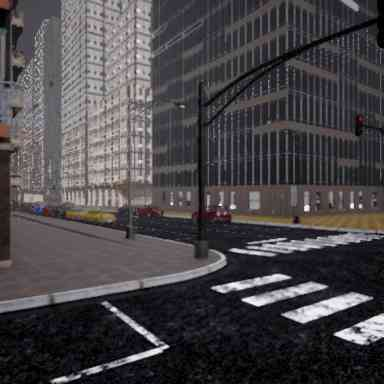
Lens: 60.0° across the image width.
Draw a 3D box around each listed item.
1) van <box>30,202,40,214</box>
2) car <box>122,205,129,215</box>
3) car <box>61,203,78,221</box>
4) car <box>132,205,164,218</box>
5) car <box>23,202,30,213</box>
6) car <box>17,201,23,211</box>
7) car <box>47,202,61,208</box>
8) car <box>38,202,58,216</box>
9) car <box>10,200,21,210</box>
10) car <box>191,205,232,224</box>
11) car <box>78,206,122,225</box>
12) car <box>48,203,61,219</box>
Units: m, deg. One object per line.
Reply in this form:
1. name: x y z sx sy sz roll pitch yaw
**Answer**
1. van: -21.635 2.269 48.045 1.690 1.788 3.998 -1 0 -36
2. car: -8.269 2.318 43.779 1.947 1.339 4.313 -1 0 -36
3. car: -11.583 2.186 34.185 1.752 1.417 4.829 -1 0 -36
4. car: -4.954 2.208 39.205 1.887 1.381 4.507 -1 0 -36
5. car: -24.949 2.456 52.619 1.967 1.590 4.097 -1 0 -36
6. car: -28.262 2.649 57.192 1.887 1.381 4.507 -1 0 -36
7. car: -31.480 2.920 75.796 2.008 1.369 4.403 -1 0 -36
8. car: -18.314 2.384 43.470 1.887 1.381 4.507 -1 0 -36
9. car: -34.899 2.595 66.341 2.192 1.841 5.009 -1 0 -36
10. car: 1.675 1.928 30.057 1.967 1.590 4.097 -1 0 -36
11. car: -8.268 2.098 29.611 1.752 1.417 4.829 -1 0 -36
12. car: -14.998 2.317 38.896 1.947 1.339 4.313 -1 0 -36
